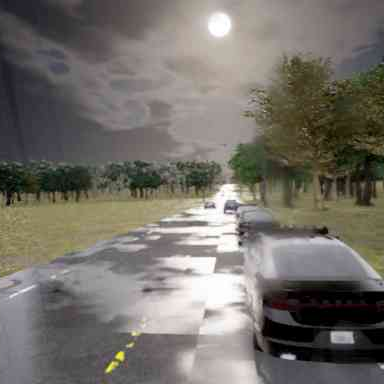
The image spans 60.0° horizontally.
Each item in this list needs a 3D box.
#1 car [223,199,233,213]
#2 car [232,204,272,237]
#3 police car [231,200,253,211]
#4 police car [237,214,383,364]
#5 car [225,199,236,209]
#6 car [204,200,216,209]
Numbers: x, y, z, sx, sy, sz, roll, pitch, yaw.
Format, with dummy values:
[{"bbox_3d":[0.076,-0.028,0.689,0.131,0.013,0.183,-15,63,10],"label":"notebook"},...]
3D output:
[{"bbox_3d":[5.236,1.792,44.238,2.097,1.767,4.553,-1,-1,7],"label":"car"},{"bbox_3d":[3.083,1.596,16.139,1.882,1.535,5.008,-1,-1,6],"label":"car"},{"bbox_3d":[3.767,1.608,22.212,1.930,1.638,5.238,-1,-1,6],"label":"police car"},{"bbox_3d":[1.972,1.452,6.311,1.930,1.638,5.238,-1,-1,6],"label":"police car"},{"bbox_3d":[6.824,2.041,58.617,1.882,1.535,5.008,-1,-1,6],"label":"car"},{"bbox_3d":[2.993,2.114,55.871,2.128,1.511,4.902,-1,-1,6],"label":"car"}]
